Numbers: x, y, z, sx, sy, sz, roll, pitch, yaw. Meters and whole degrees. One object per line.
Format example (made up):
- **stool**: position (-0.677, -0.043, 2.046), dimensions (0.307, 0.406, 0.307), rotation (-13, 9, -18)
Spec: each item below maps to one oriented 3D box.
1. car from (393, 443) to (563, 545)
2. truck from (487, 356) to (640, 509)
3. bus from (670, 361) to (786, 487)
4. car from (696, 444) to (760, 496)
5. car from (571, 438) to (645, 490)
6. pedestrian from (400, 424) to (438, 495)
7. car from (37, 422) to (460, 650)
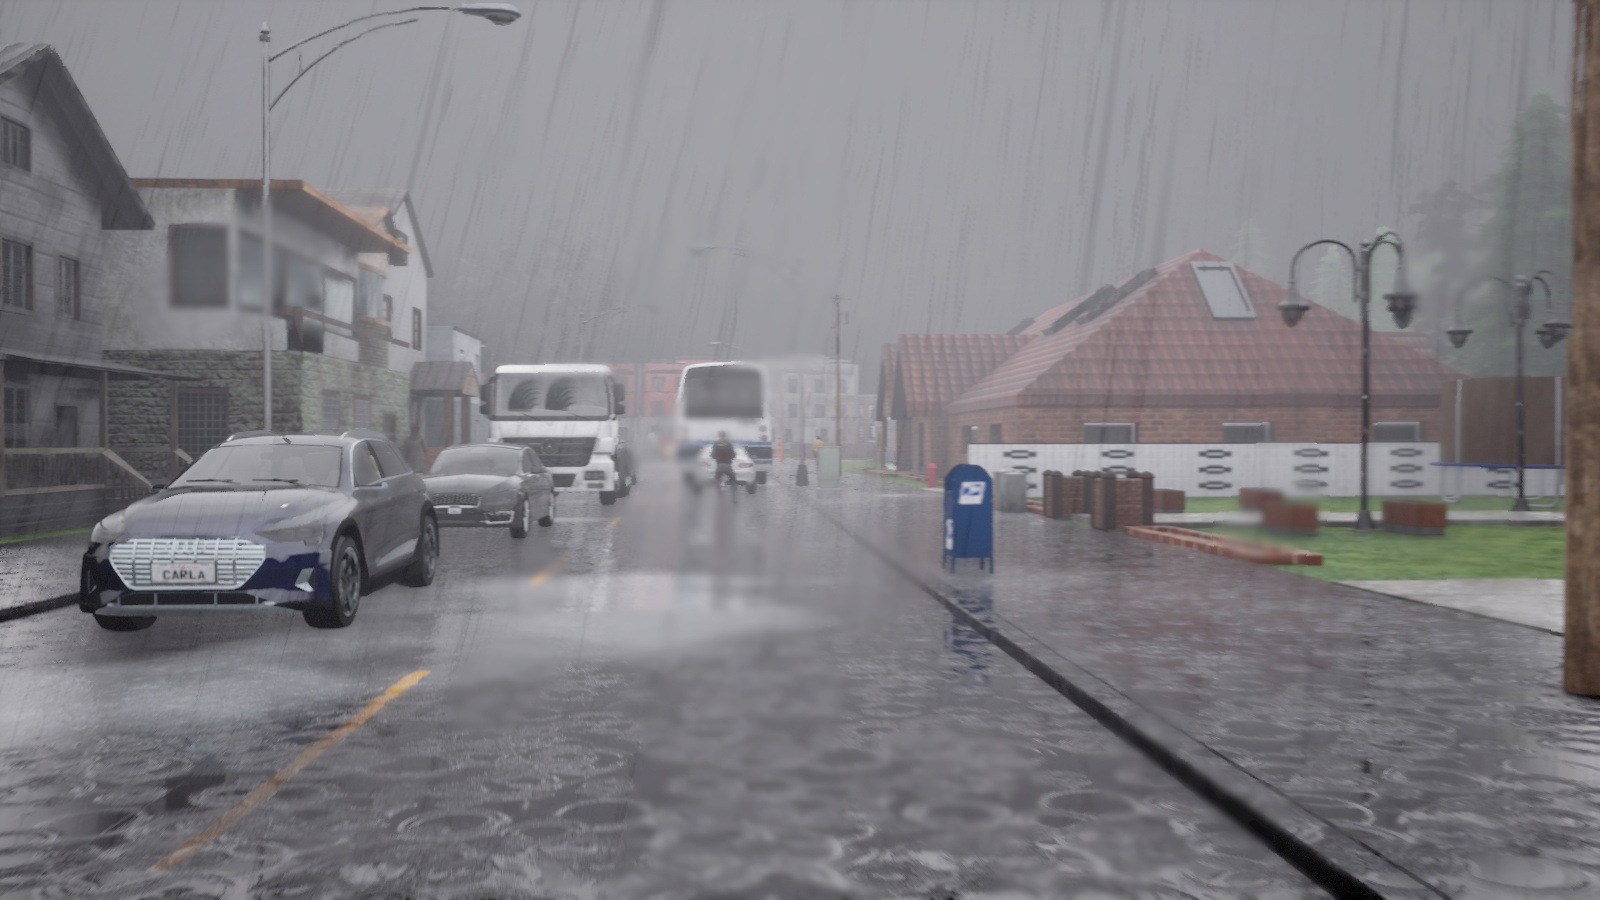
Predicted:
- **car**: position (-5.207, 0.633, 20.973), dimensions (1.837, 1.490, 4.892), rotation (0, 0, -3)
- **truck**: position (-5.868, -0.419, 32.517), dimensions (2.891, 3.462, 7.936), rotation (0, 0, -3)
- **bus**: position (-2.732, -0.900, 47.714), dimensions (3.944, 4.253, 10.273), rotation (0, 0, -3)
- **car**: position (-2.173, 0.558, 37.903), dimensions (1.812, 1.442, 4.674), rotation (0, 0, -3)
- **car**: position (-6.454, 0.435, 42.643), dimensions (2.033, 1.649, 4.856), rotation (0, 0, -3)
- **pedestrian**: position (-10.664, 0.257, 35.165), dimensions (0.659, 1.952, 0.873), rotation (0, 0, 11)
- **car**: position (-4.673, 0.611, 11.598), dimensions (2.033, 1.649, 4.856), rotation (0, 0, -4)
